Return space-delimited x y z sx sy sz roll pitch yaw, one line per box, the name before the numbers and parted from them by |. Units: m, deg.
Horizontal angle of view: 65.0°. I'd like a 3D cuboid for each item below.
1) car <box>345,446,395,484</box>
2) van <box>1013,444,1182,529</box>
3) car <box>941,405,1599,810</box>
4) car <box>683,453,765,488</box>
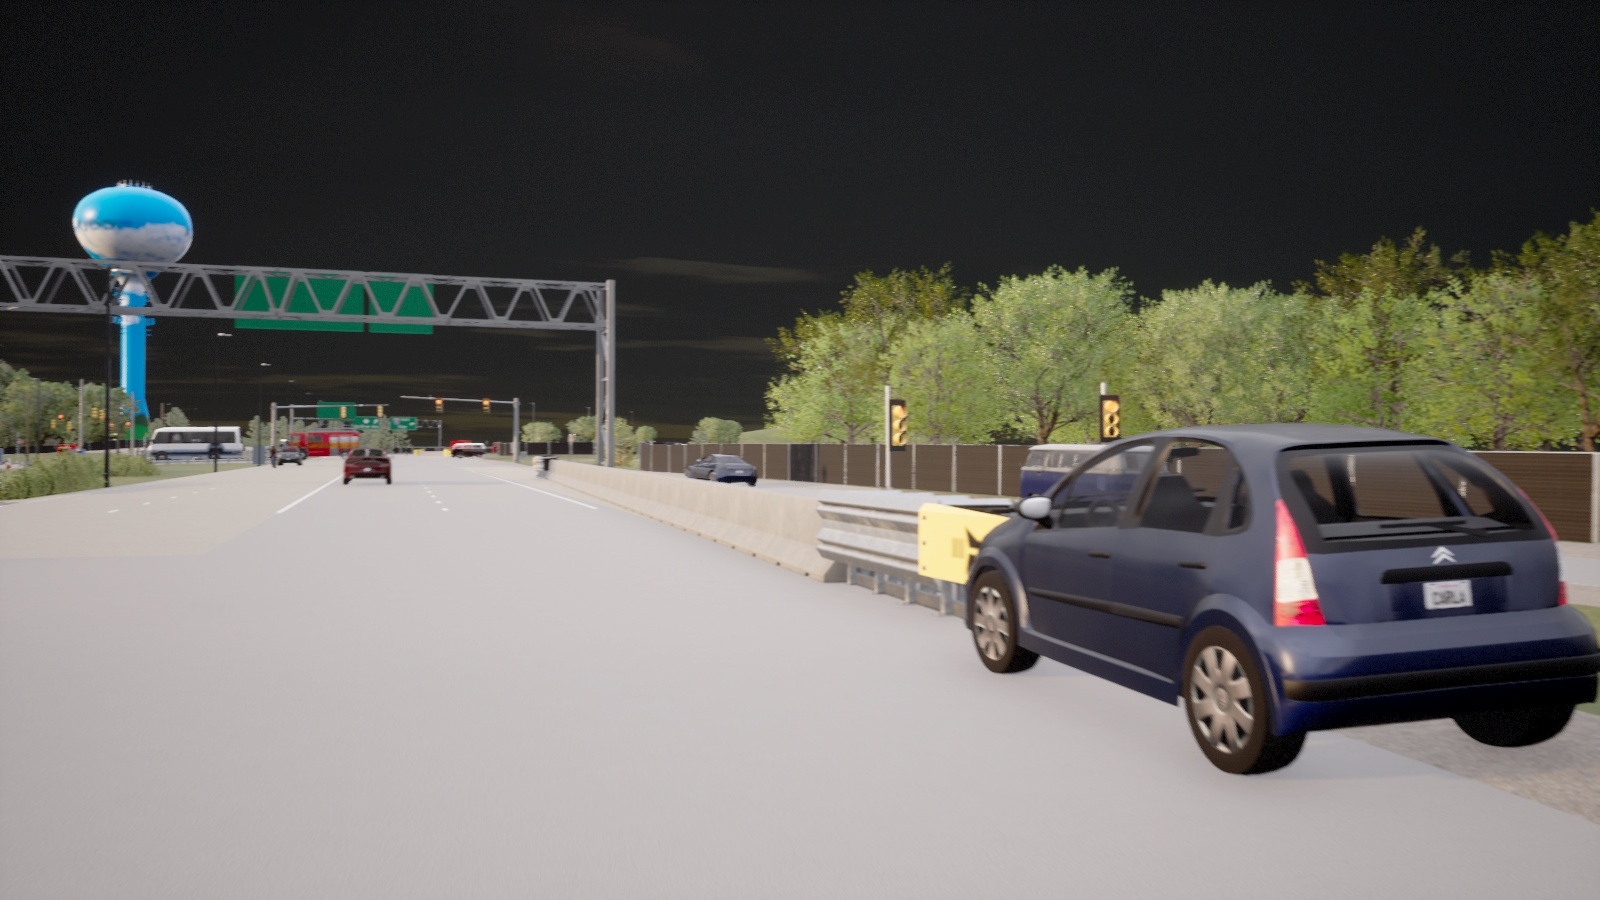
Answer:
car | -17.985 0.608 52.720 1.882 1.535 5.008 0 0 -18
van | 7.529 0.858 32.258 1.775 1.987 4.442 1 1 -26
car | 2.423 0.622 7.281 1.851 1.617 3.988 -2 1 -14
car | -3.323 0.842 53.919 1.994 1.385 4.181 1 1 -27
